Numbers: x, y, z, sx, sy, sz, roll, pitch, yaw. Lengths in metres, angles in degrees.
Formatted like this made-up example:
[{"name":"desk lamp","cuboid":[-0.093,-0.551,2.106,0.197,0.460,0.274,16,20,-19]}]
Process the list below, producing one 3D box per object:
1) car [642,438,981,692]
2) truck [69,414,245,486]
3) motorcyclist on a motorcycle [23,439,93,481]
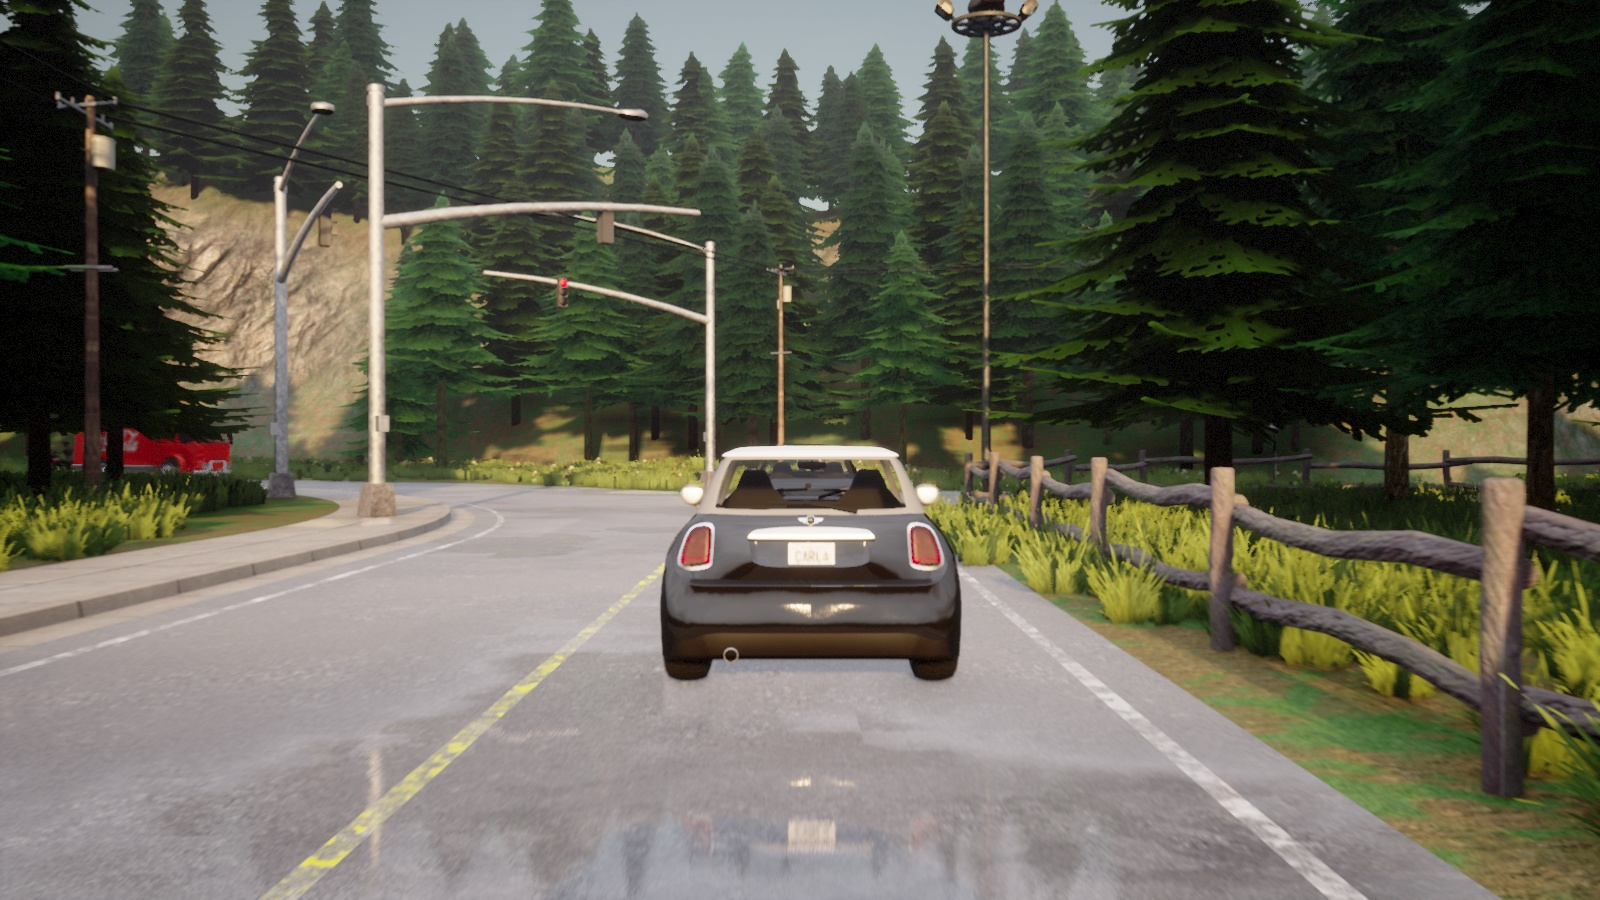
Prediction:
[{"name":"car","cuboid":[0.071,0.660,9.209,1.970,1.475,3.806,0,0,0]},{"name":"truck","cuboid":[-23.019,-0.014,45.037,5.204,2.467,2.627,0,0,15]},{"name":"motorcyclist on a motorcycle","cuboid":[-29.381,0.393,49.740,2.350,1.649,0.766,0,1,5]}]
